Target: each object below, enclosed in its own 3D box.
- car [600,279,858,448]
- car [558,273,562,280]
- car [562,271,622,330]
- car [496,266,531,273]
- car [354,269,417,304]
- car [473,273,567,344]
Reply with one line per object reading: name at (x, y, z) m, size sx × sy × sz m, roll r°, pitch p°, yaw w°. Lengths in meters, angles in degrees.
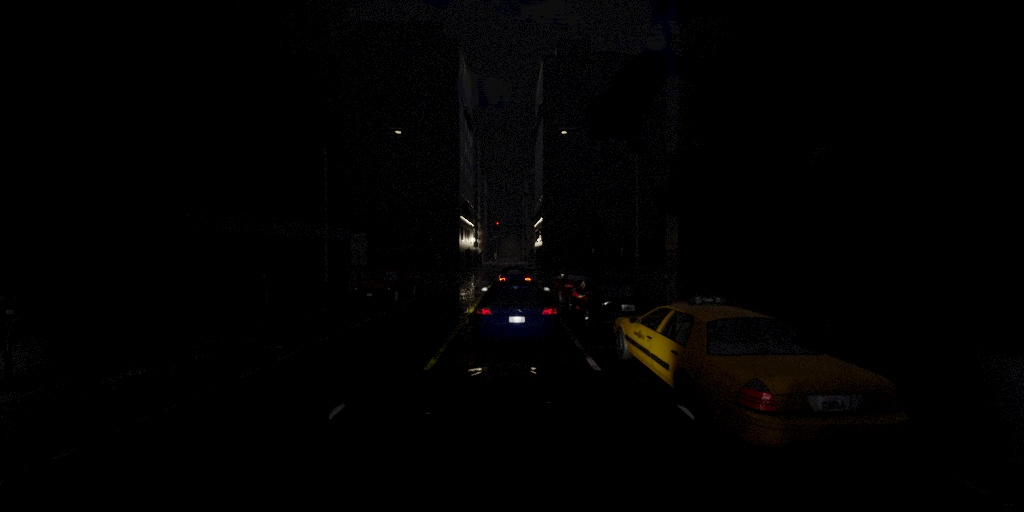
car at (2.875, 1.276, 5.498) m, size 1.751 × 1.417 × 4.829 m, roll 0°, pitch 0°, yaw 0°
car at (2.878, 1.333, 16.500) m, size 1.802 × 1.307 × 4.207 m, roll 0°, pitch 0°, yaw 0°
car at (2.876, 1.317, 10.914) m, size 1.948 × 1.339 × 4.313 m, roll 0°, pitch 0°, yaw 0°
car at (0.106, 1.277, 19.613) m, size 1.812 × 1.442 × 4.674 m, roll 0°, pitch 0°, yaw -2°
car at (-5.667, 1.296, 16.499) m, size 1.888 × 1.381 × 4.507 m, roll 0°, pitch 0°, yaw 0°
car at (0.102, 1.315, 9.599) m, size 1.994 × 1.385 × 4.181 m, roll 0°, pitch 0°, yaw 0°
